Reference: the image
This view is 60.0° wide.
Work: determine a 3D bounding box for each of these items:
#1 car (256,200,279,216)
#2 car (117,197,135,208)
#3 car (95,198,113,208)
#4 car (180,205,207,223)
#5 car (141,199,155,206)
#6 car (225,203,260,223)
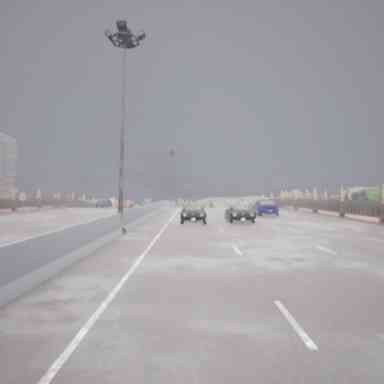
[{"bbox_3d":[7.100,1.525,32.594,1.882,1.535,5.008,0,0,0],"label":"car"},{"bbox_3d":[-10.504,1.626,53.226,2.097,1.767,4.553,0,-2,0],"label":"car"},{"bbox_3d":[-14.003,1.791,53.220,1.837,1.490,4.892,0,-3,0],"label":"car"},{"bbox_3d":[0.100,1.637,25.516,1.895,1.301,4.718,0,0,0],"label":"car"},{"bbox_3d":[-7.004,1.801,53.161,1.812,1.442,4.674,0,-2,0],"label":"car"},{"bbox_3d":[3.599,1.637,25.550,1.895,1.301,4.718,0,0,0],"label":"car"}]
